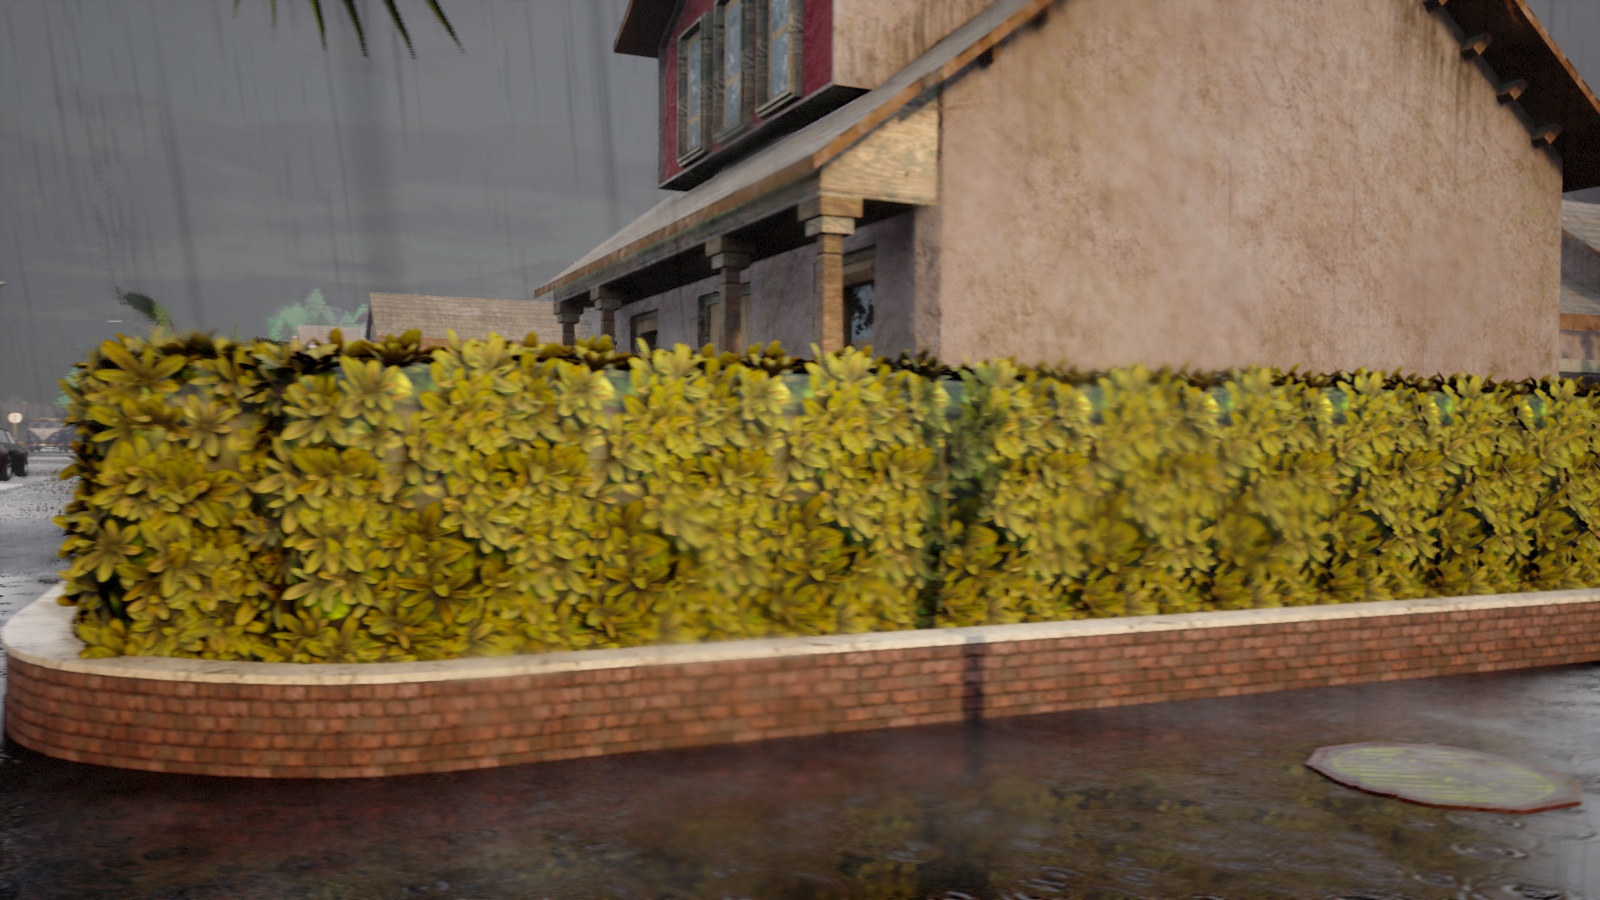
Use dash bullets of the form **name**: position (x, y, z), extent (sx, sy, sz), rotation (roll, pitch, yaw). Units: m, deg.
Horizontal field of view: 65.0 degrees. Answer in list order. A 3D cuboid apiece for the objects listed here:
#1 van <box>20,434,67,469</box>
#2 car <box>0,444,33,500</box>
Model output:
- **van**: position (-44.355, 0.062, 73.707), extent (1.775, 1.987, 4.442), rotation (-1, 1, -24)
- **car**: position (-23.128, 0.588, 35.184), extent (2.163, 1.488, 4.792), rotation (-1, 1, -24)
